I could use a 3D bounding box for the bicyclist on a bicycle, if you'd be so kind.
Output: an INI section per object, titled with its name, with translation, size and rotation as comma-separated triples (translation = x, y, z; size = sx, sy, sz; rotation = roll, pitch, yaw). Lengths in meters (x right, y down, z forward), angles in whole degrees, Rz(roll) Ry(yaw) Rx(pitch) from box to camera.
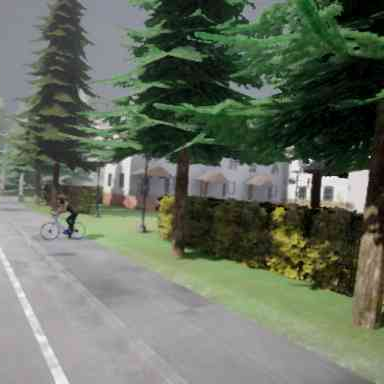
[bicyclist on a bicycle]
translation = -4.805, 1.017, 12.545
size = 1.656, 1.620, 0.582
rotation = 3, 0, -34
